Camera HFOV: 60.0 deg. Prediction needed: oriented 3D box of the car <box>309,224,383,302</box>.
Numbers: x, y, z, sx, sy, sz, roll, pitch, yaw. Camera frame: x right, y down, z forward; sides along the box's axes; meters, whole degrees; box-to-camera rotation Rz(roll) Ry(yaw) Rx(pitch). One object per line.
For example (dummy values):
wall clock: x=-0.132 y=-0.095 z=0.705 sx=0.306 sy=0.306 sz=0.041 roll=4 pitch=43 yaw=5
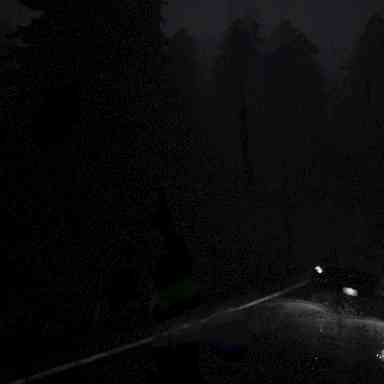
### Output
car: x=4.983 y=1.550 z=8.322 sx=5.357 sy=1.411 sz=2.033 roll=0 pitch=1 yaw=-44
